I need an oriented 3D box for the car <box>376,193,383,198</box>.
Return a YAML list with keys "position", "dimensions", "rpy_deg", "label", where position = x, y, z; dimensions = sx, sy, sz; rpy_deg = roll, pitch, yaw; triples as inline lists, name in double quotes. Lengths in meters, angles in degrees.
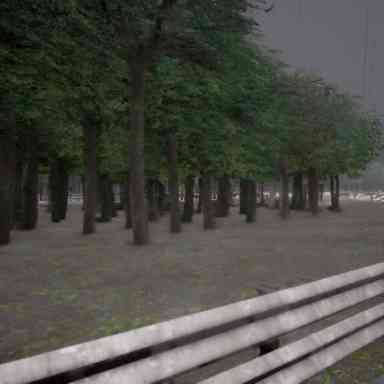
- position: [39.511, 0.906, 69.571]
  dimensions: [2.033, 1.411, 5.357]
  rpy_deg: [0, 1, 16]
  label: "car"
